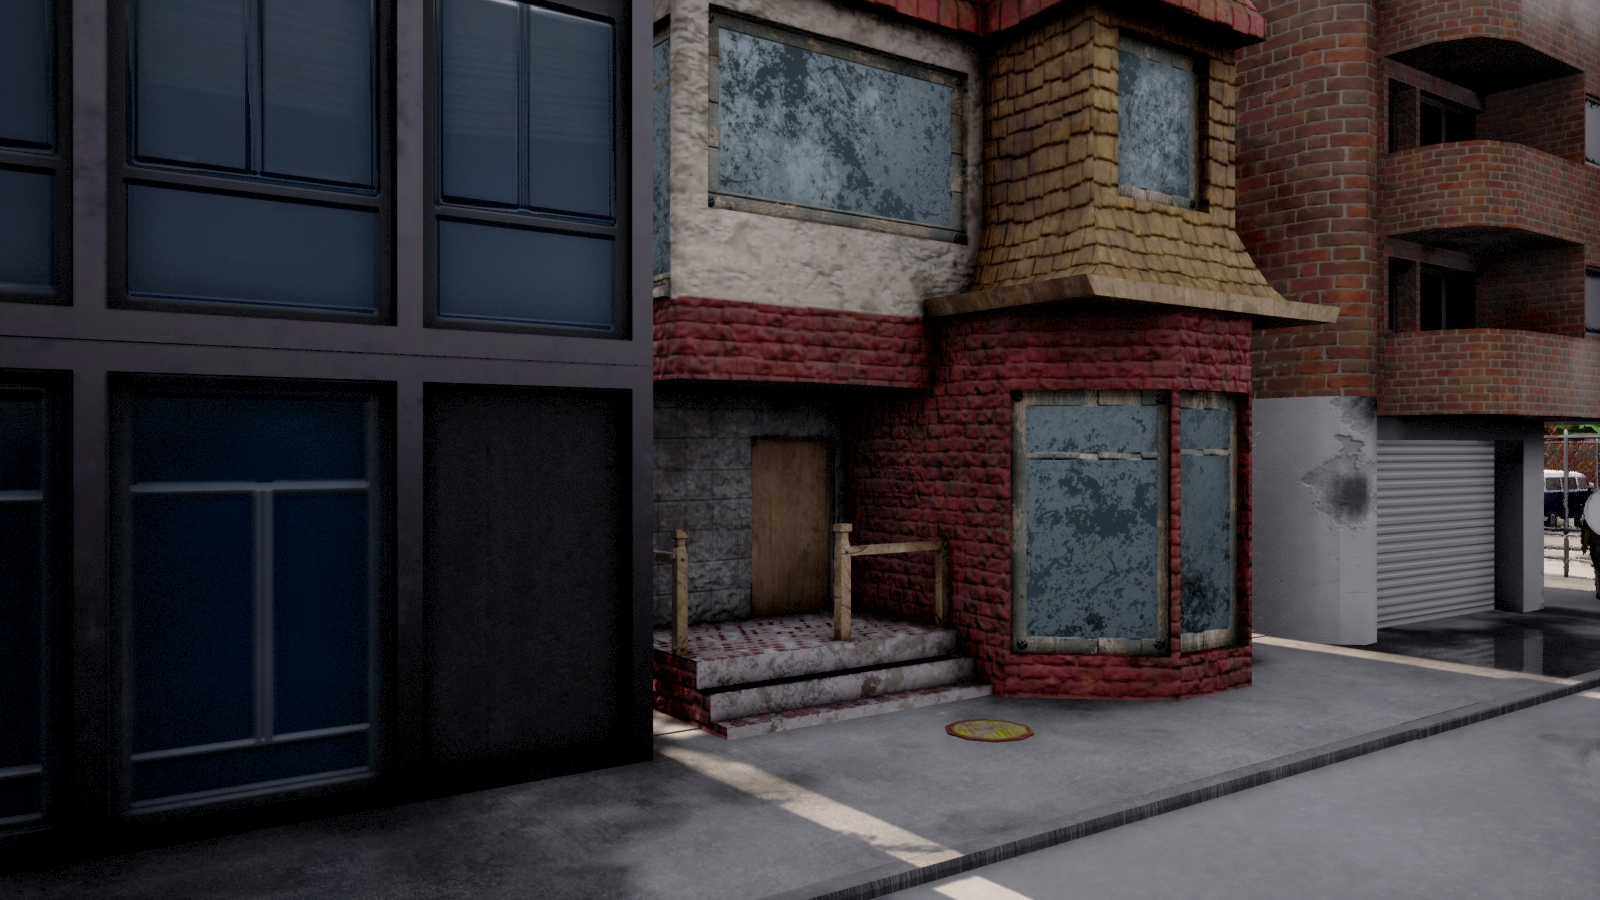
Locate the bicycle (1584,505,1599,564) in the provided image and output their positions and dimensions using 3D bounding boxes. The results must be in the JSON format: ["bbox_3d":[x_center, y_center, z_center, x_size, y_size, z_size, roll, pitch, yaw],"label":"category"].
[{"bbox_3d":[18.408,1.924,25.368,0.373,1.296,1.643,-1,1,-33],"label":"bicycle"}]

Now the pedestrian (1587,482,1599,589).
[{"bbox_3d":[14.168,1.507,20.152,0.375,1.860,0.375,0,0,17],"label":"pedestrian"}]
